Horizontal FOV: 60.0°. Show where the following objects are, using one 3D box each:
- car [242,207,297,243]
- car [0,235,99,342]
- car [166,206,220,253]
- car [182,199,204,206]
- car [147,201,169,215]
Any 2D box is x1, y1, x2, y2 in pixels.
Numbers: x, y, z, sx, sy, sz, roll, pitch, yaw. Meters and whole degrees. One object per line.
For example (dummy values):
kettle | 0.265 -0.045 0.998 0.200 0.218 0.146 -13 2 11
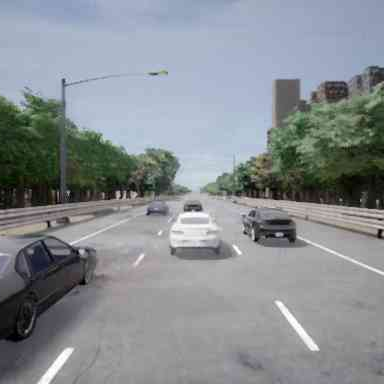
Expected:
car | 3.608 1.500 16.146 1.837 1.490 4.892 0 0 0
car | -3.397 1.546 6.405 2.033 1.411 5.357 0 0 0
car | 0.106 1.522 13.469 1.812 1.442 4.674 0 0 0
car | 0.117 1.519 33.195 1.837 1.490 4.892 0 0 0
car | -3.382 1.580 33.681 1.994 1.385 4.181 0 0 0
